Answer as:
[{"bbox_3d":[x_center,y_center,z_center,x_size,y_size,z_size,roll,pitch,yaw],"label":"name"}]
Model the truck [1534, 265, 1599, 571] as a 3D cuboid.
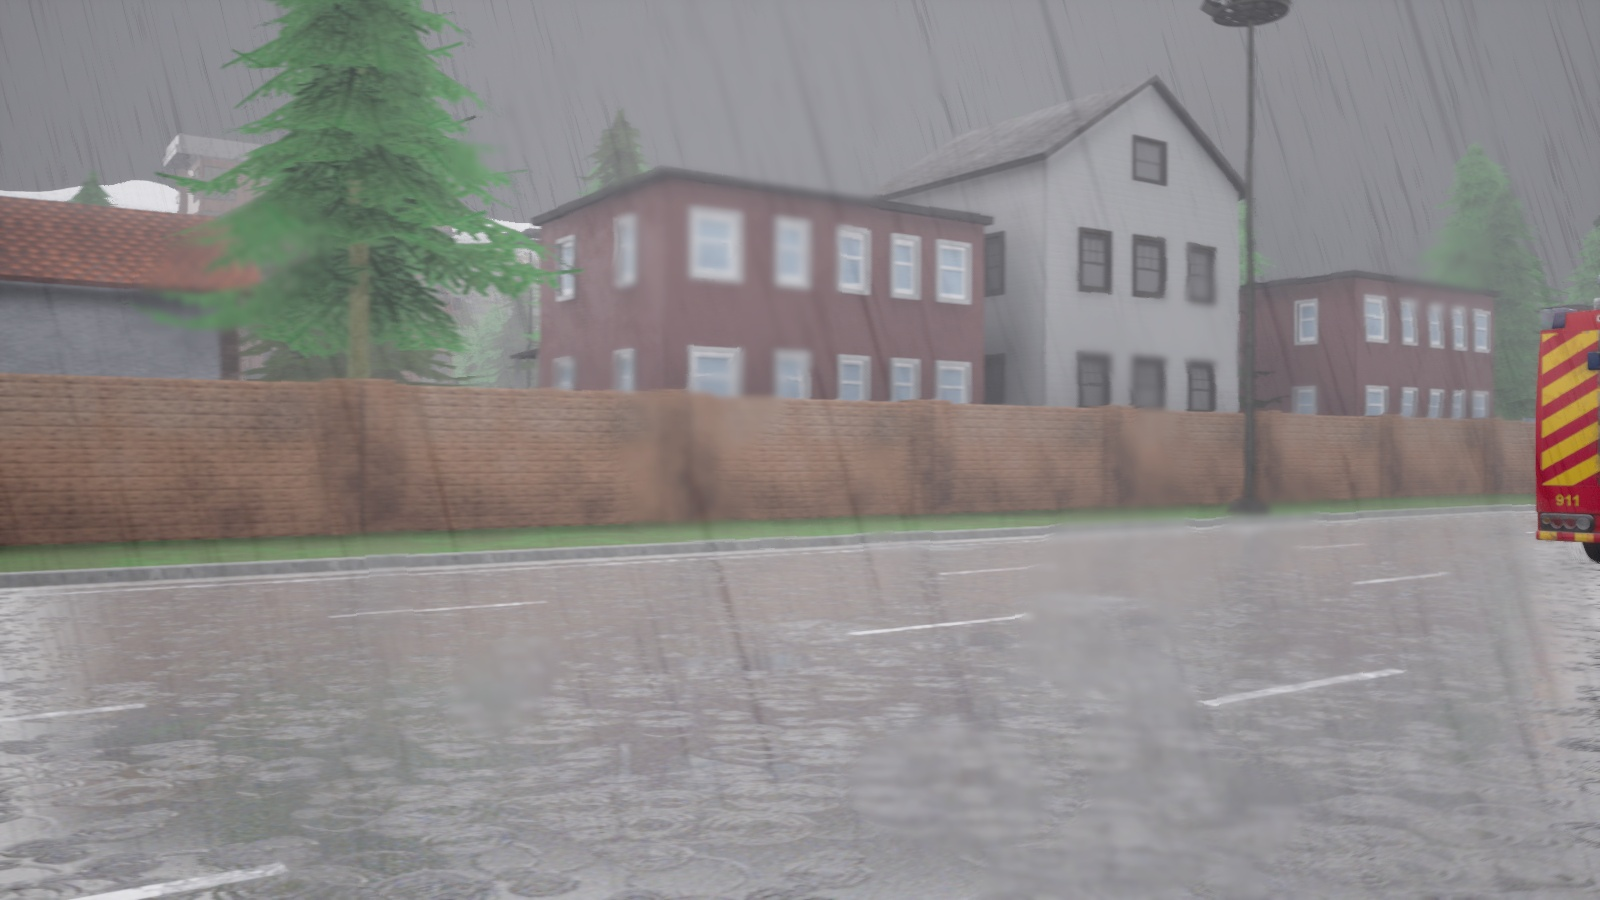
[{"bbox_3d":[13.867,-0.405,17.579,8.468,3.827,2.891,0,0,-35],"label":"truck"}]
